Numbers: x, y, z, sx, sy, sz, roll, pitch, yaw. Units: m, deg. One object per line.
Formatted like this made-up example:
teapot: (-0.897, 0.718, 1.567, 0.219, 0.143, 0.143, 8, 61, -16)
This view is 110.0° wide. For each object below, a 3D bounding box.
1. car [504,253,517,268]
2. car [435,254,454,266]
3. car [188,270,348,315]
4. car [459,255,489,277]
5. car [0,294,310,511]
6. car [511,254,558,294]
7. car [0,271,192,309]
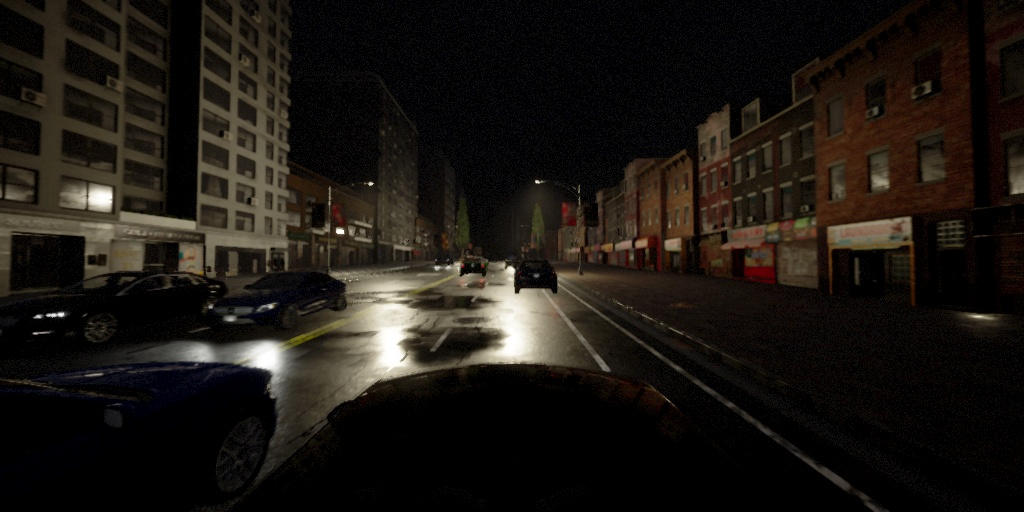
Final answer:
car: (0.085, 0.744, 45.511, 2.128, 1.511, 4.902, 0, 1, 0)
car: (-9.798, 0.538, 52.097, 2.097, 1.767, 4.553, 0, 0, 0)
car: (-6.596, 1.180, 10.720, 1.812, 1.442, 4.674, 0, 1, 0)
car: (-3.138, 0.779, 30.755, 2.097, 1.767, 4.553, 0, 1, 0)
car: (-3.151, 1.231, 1.353, 1.882, 1.535, 5.008, 0, 1, 0)
car: (1.144, 0.916, 18.852, 2.097, 1.767, 4.553, 0, 1, 0)
car: (-9.847, 1.162, 9.271, 2.128, 1.511, 4.902, 0, 1, 0)
